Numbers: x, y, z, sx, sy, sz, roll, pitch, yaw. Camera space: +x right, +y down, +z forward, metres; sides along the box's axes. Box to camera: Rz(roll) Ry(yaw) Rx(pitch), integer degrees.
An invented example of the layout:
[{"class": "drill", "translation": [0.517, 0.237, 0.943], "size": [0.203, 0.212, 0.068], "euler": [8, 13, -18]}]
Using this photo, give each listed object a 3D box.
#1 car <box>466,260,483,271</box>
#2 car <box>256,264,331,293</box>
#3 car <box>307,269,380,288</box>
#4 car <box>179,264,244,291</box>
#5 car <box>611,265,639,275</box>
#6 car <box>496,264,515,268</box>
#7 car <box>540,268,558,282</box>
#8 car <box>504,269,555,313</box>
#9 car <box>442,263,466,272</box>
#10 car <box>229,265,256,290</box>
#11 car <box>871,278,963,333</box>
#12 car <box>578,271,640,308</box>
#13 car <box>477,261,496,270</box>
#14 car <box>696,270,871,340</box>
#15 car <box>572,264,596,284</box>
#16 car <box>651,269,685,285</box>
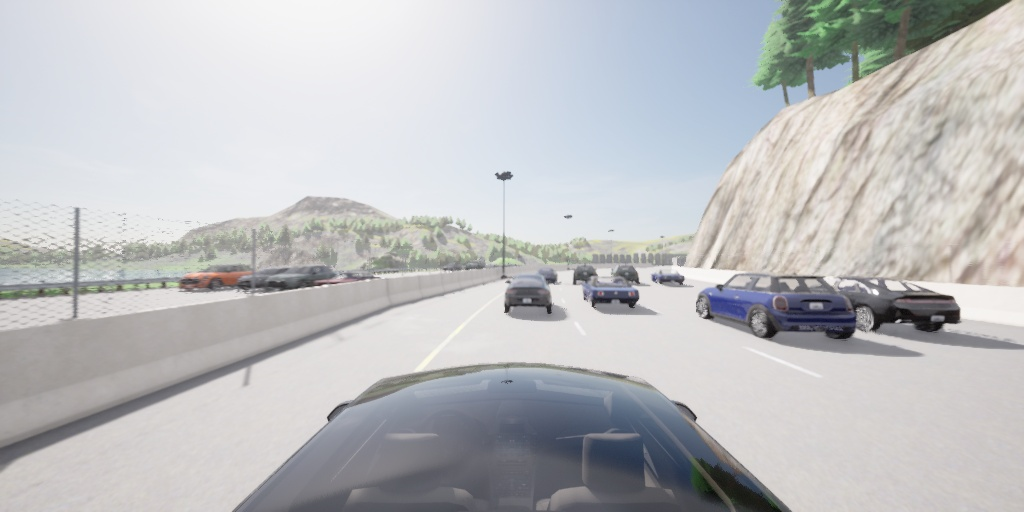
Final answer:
[{"class": "car", "translation": [-6.626, 1.805, 64.926], "size": [2.150, 2.045, 5.566], "euler": [0, -1, 19]}, {"class": "car", "translation": [-12.828, 1.332, 22.178], "size": [2.097, 1.767, 4.553], "euler": [0, -1, 7]}, {"class": "car", "translation": [-9.466, 1.579, 21.097], "size": [1.895, 1.301, 4.718], "euler": [0, -1, 6]}, {"class": "car", "translation": [-19.626, 1.336, 24.298], "size": [2.097, 1.767, 4.553], "euler": [0, -1, 7]}, {"class": "car", "translation": [10.142, 1.559, 32.575], "size": [2.097, 1.767, 4.553], "euler": [0, -1, 10]}, {"class": "car", "translation": [-0.543, 2.059, 61.076], "size": [1.837, 1.490, 4.892], "euler": [0, -1, 19]}, {"class": "car", "translation": [3.213, 1.759, 33.569], "size": [1.994, 1.385, 4.181], "euler": [0, -1, 10]}, {"class": "car", "translation": [0.703, 1.460, 15.075], "size": [1.812, 1.442, 4.674], "euler": [0, -1, 4]}, {"class": "car", "translation": [-10.610, 2.060, 64.026], "size": [1.837, 1.490, 4.892], "euler": [0, -1, 19]}, {"class": "car", "translation": [-16.105, 1.503, 24.434], "size": [1.837, 1.490, 4.892], "euler": [0, -1, 7]}, {"class": "car", "translation": [10.989, 1.416, 11.551], "size": [2.128, 1.511, 4.902], "euler": [0, -1, 4]}, {"class": "car", "translation": [4.337, 1.568, 16.510], "size": [1.895, 1.301, 4.718], "euler": [0, -1, 5]}, {"class": "car", "translation": [-3.683, 2.058, 62.702], "size": [2.128, 1.511, 4.902], "euler": [0, -1, 19]}, {"class": "car", "translation": [7.450, 1.253, 10.761], "size": [2.097, 1.767, 4.553], "euler": [0, -1, 3]}, {"class": "car", "translation": [6.601, 1.547, 32.656], "size": [2.097, 1.767, 4.553], "euler": [0, -1, 10]}, {"class": "car", "translation": [13.418, 1.802, 31.215], "size": [1.895, 1.301, 4.718], "euler": [0, -1, 10]}]
